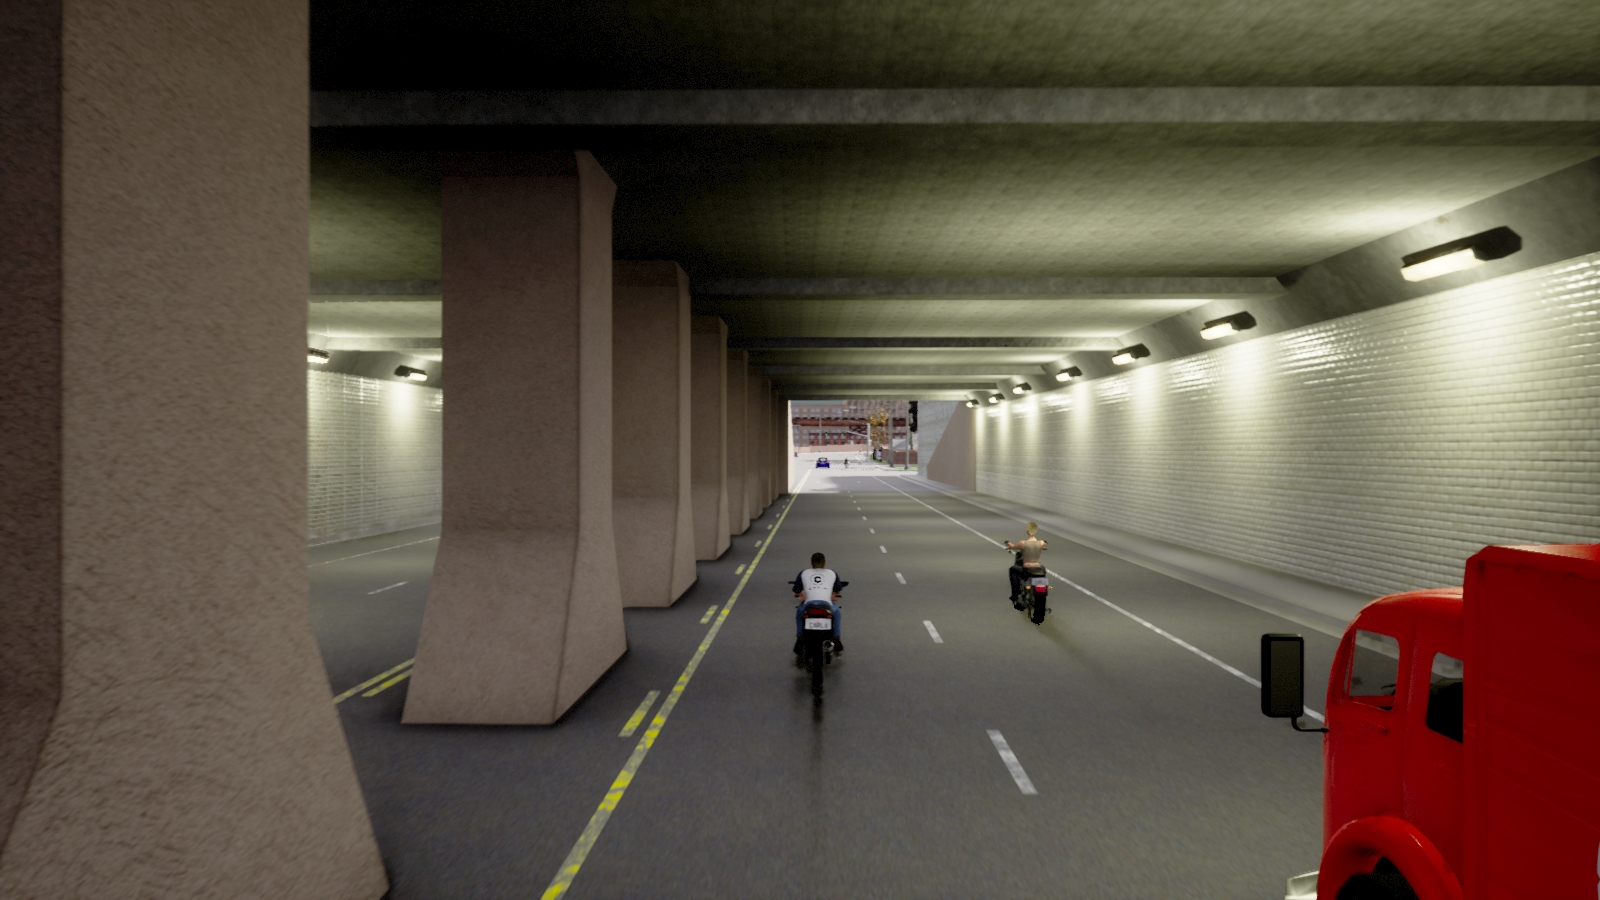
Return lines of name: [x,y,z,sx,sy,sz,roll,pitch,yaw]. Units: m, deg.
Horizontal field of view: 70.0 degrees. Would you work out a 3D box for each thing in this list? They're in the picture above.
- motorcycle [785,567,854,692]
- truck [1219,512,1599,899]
motorcycle: [0.245,2.174,14.202,0.803,1.224,2.033,0,0,1]
truck: [3.542,1.568,3.544,2.627,2.467,5.204,0,0,1]
